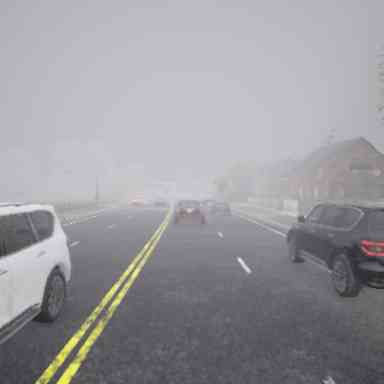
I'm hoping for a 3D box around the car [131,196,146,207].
[{"bbox_3d":[-7.802,1.342,48.691,1.882,1.535,5.008,0,0,-3],"label":"car"}]

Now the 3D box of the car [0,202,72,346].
[{"bbox_3d":[-3.367,1.197,4.172,2.150,2.045,5.566,0,0,0],"label":"car"}]

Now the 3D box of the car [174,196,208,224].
[{"bbox_3d":[-0.201,1.291,24.284,2.097,1.767,4.553,0,0,-1],"label":"car"}]

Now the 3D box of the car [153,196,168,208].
[{"bbox_3d":[-4.468,1.355,47.194,1.882,1.535,5.008,0,0,-2],"label":"car"}]

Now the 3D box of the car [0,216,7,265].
[{"bbox_3d":[-6.639,1.479,7.975,1.812,1.442,4.674,0,0,0],"label":"car"}]

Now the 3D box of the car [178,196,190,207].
[{"bbox_3d":[-1.262,1.404,51.170,1.812,1.442,4.674,0,0,-3],"label":"car"}]

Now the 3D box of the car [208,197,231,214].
[{"bbox_3d":[2.750,1.422,33.391,2.128,1.511,4.902,0,0,-2],"label":"car"}]

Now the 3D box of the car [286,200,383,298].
[{"bbox_3d":[4.198,1.219,8.662,2.150,2.045,5.566,0,0,0],"label":"car"}]

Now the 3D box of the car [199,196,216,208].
[{"bbox_3d":[2.132,1.404,46.996,1.837,1.490,4.892,0,1,-3],"label":"car"}]
